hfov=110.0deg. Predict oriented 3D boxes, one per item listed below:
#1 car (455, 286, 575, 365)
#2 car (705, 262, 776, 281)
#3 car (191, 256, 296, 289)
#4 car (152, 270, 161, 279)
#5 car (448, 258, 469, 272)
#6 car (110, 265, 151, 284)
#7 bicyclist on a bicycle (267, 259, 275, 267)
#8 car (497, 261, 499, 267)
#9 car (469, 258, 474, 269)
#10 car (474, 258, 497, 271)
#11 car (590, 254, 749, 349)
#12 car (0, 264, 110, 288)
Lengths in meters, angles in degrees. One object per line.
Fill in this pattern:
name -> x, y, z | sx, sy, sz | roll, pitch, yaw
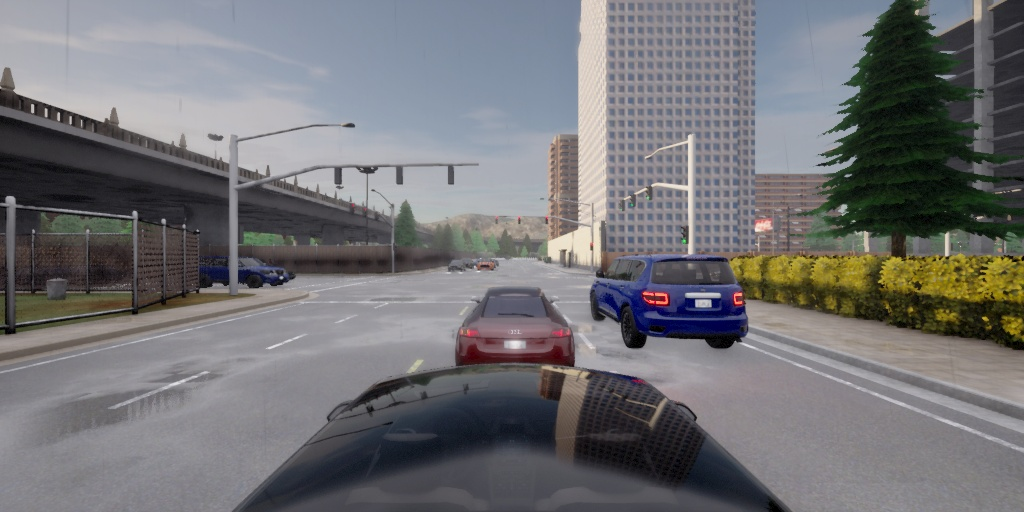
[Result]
car -> 0.062, 1.314, 7.447 | 1.994, 1.385, 4.181 | 0, 0, 0
car -> 19.301, 1.310, 30.455 | 4.892, 1.490, 1.837 | 0, 0, 0
car -> -17.498, 1.025, 23.075 | 5.566, 2.045, 2.150 | 0, 0, 3
car -> -32.430, 1.406, 30.335 | 4.718, 1.301, 1.895 | 0, 0, 0
car -> -7.103, 1.255, 46.673 | 1.837, 1.490, 4.892 | 0, 0, 0
car -> -30.730, 1.353, 26.637 | 5.357, 1.411, 2.033 | 0, 0, 0
bicyclist on a bicycle -> -25.305, 1.106, 37.634 | 0.582, 1.620, 1.656 | 0, 0, 0
car -> -3.595, 1.242, 58.888 | 2.128, 1.511, 4.902 | 0, 0, 0
car -> -7.101, 1.102, 55.557 | 2.097, 1.767, 4.553 | 0, 0, 0
car -> -3.597, 1.102, 49.816 | 2.097, 1.767, 4.553 | 0, 0, 0
car -> 3.567, 0.971, 9.313 | 2.150, 2.045, 5.566 | 0, 0, 1
car -> -29.919, 1.353, 23.140 | 5.357, 1.411, 2.033 | 0, 0, 0
